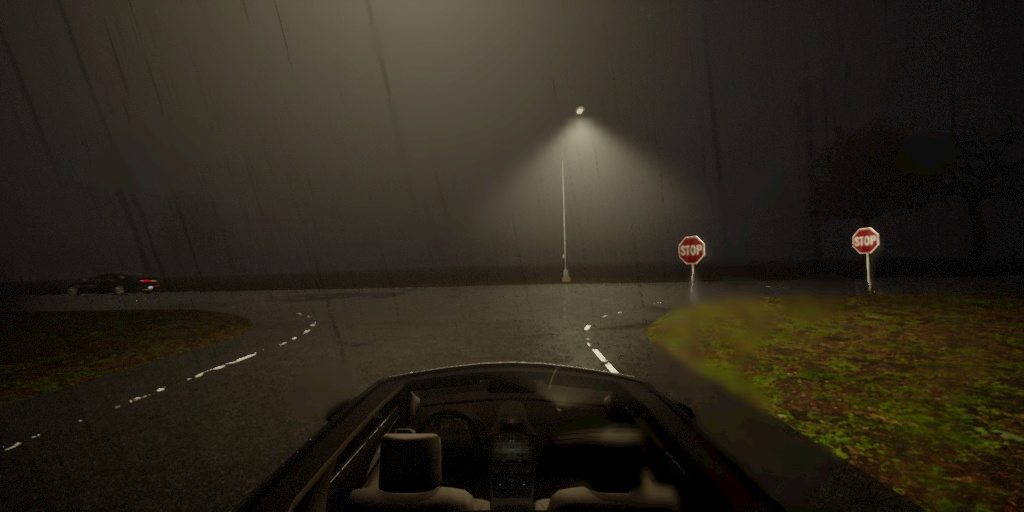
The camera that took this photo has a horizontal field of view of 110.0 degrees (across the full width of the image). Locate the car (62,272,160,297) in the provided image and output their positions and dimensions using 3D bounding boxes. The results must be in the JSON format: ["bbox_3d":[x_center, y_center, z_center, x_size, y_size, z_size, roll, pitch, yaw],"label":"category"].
[{"bbox_3d":[-25.468,1.791,22.887,4.892,1.490,1.837,-1,-2,0],"label":"car"}]
